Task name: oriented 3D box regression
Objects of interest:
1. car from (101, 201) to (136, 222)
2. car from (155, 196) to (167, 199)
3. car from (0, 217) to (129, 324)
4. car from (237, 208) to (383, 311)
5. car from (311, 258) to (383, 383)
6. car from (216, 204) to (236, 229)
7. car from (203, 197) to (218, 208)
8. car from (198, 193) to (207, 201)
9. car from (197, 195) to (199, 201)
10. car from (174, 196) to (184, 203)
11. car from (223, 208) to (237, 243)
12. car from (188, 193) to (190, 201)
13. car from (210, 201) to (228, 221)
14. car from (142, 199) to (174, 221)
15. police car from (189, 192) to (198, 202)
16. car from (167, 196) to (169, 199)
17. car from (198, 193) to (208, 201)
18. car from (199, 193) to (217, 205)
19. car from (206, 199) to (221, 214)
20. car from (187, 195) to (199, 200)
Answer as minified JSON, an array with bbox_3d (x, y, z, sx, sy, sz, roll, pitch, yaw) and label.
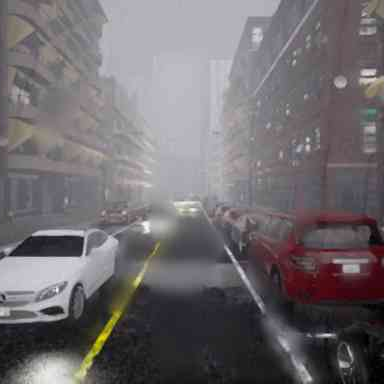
[{"bbox_3d":[-5.313,1.430,24.355,1.967,1.590,4.097,-1,0,0],"label":"car"},{"bbox_3d":[-5.299,1.500,51.930,1.752,1.417,4.829,-1,0,0],"label":"car"},{"bbox_3d":[-2.824,1.523,7.282,1.812,1.442,4.674,0,0,1],"label":"car"},{"bbox_3d":[2.557,1.312,7.725,2.192,1.841,5.009,-1,0,0],"label":"car"},{"bbox_3d":[2.558,1.565,2.176,1.947,1.339,4.313,-1,0,0],"label":"car"},{"bbox_3d":[2.566,1.575,18.823,1.802,1.307,4.206,-1,0,0],"label":"car"},{"bbox_3d":[2.574,1.535,35.470,2.008,1.369,4.403,-1,0,0],"label":"car"},{"bbox_3d":[2.596,1.268,85.411,2.192,1.841,5.009,-1,0,0],"label":"car"},{"bbox_3d":[2.591,1.547,68.764,1.802,1.307,4.206,-1,0,0],"label":"car"},{"bbox_3d":[-2.719,1.517,67.686,1.994,1.385,4.181,0,0,0],"label":"car"},{"bbox_3d":[2.563,1.546,13.274,2.008,1.369,4.403,-1,0,0],"label":"car"},{"bbox_3d":[0.265,1.433,82.806,1.882,1.535,5.008,0,0,-11],"label":"car"},{"bbox_3d":[2.569,1.572,24.372,1.802,1.307,4.206,-1,0,0],"label":"car"},{"bbox_3d":[-2.834,1.552,27.077,1.994,1.385,4.181,0,0,0],"label":"car"},{"bbox_3d":[0.861,1.387,73.117,1.930,1.638,5.238,0,0,0],"label":"police car"},{"bbox_3d":[-5.294,1.408,63.198,1.967,1.590,4.097,-1,0,0],"label":"car"},{"bbox_3d":[2.593,1.272,79.862,2.192,1.841,5.009,-1,0,0],"label":"car"},{"bbox_3d":[2.576,1.293,46.568,2.192,1.841,5.009,-1,0,0],"label":"car"},{"bbox_3d":[2.571,1.553,29.921,1.947,1.339,4.313,-1,0,0],"label":"car"},{"bbox_3d":[0.321,1.456,88.884,1.837,1.490,4.892,0,0,15],"label":"car"}]
